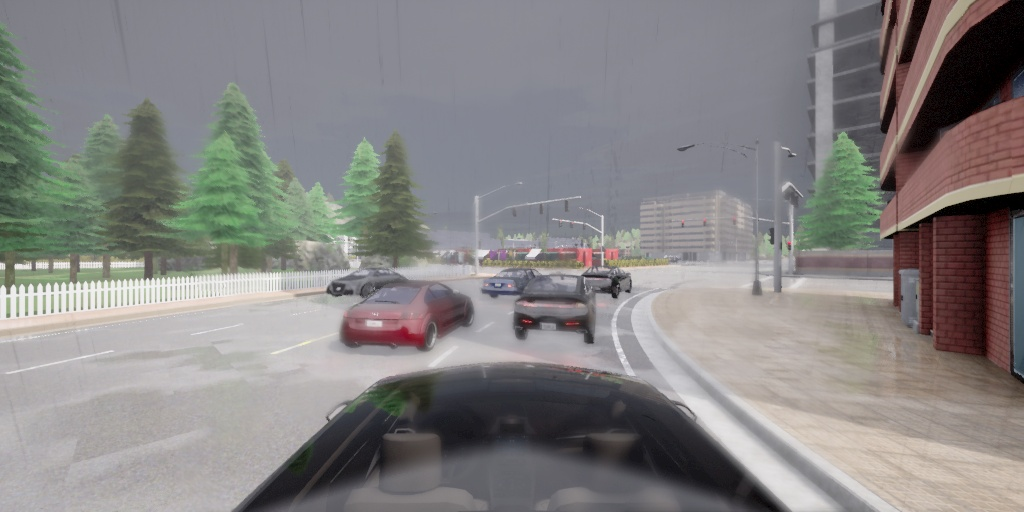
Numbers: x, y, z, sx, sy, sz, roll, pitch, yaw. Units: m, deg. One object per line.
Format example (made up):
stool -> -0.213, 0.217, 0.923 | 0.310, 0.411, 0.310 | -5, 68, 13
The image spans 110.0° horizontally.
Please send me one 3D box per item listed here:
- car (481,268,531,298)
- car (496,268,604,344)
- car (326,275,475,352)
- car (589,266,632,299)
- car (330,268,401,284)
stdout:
car -> 0.461, 1.297, 17.805 | 2.033, 1.411, 5.357 | 0, 0, 25
car -> 1.343, 1.242, 9.758 | 2.128, 1.511, 4.902 | 0, 0, 14
car -> -2.367, 1.314, 9.086 | 1.994, 1.385, 4.181 | 0, 0, 10
car -> 4.834, 1.236, 18.319 | 2.128, 1.511, 4.902 | 1, 1, 29
car -> -7.173, 1.314, 18.201 | 1.994, 1.385, 4.181 | 0, 0, 22
